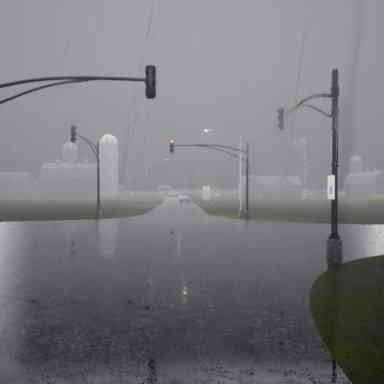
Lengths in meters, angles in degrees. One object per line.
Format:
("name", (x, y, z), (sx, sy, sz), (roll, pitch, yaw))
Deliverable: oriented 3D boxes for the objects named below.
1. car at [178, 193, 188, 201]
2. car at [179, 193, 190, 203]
("car", (-2.110, 1.176, 80.009), (2.150, 2.045, 5.566), (0, 0, -4))
("car", (-1.524, 1.542, 69.974), (1.812, 1.442, 4.674), (0, 0, -3))
